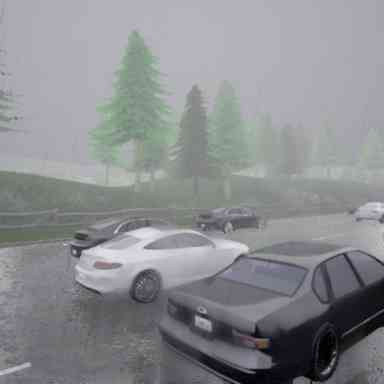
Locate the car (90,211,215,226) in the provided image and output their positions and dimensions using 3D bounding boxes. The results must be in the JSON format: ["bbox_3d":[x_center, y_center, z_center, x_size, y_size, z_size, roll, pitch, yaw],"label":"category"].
[{"bbox_3d":[-1.702,1.583,11.698,4.892,1.490,1.837,0,0,-39],"label":"car"}]

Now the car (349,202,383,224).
[{"bbox_3d":[13.864,1.503,24.849,4.674,1.442,1.812,0,0,-41],"label":"car"}]

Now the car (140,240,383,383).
[{"bbox_3d":[2.031,1.557,5.494,5.357,1.411,2.033,0,0,-41],"label":"car"}]

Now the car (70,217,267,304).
[{"bbox_3d":[-0.450,1.574,8.257,4.674,1.442,1.812,0,0,-38],"label":"car"}]

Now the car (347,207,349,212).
[{"bbox_3d":[16.884,1.581,32.037,4.718,1.301,1.895,0,0,-41],"label":"car"}]

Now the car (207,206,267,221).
[{"bbox_3d":[2.467,1.578,19.733,4.892,1.490,1.837,0,0,-40],"label":"car"}]
